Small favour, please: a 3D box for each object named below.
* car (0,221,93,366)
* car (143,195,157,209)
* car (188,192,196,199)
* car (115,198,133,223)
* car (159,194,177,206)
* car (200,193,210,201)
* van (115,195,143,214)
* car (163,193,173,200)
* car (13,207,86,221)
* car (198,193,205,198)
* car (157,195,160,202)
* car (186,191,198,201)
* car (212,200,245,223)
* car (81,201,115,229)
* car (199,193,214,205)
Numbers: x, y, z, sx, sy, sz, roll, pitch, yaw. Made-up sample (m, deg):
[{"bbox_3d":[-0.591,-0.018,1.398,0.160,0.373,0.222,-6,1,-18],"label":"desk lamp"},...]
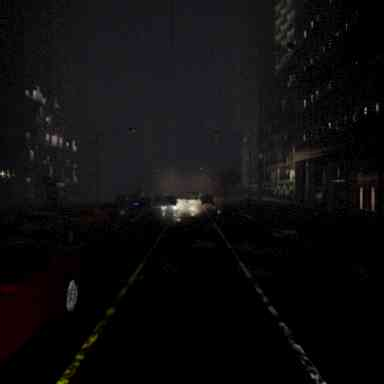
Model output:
[{"bbox_3d":[-3.103,1.445,4.562,1.882,1.535,5.008,0,0,0],"label":"car"},{"bbox_3d":[-5.725,1.286,40.349,1.887,1.381,4.507,-1,0,0],"label":"car"},{"bbox_3d":[-0.046,0.826,83.640,1.882,1.535,5.008,0,0,0],"label":"car"},{"bbox_3d":[-5.715,1.390,23.475,1.887,1.381,4.507,-1,0,0],"label":"car"},{"bbox_3d":[-3.110,1.229,46.745,1.812,1.442,4.674,0,0,0],"label":"car"},{"bbox_3d":[2.637,1.022,68.479,1.967,1.590,4.097,-1,0,0],"label":"car"},{"bbox_3d":[-5.722,1.151,29.098,1.690,1.788,3.998,-1,0,0],"label":"van"},{"bbox_3d":[-5.747,1.073,79.724,2.008,1.369,4.403,-1,0,0],"label":"car"},{"bbox_3d":[-5.709,1.468,12.225,2.008,1.369,4.403,-1,0,0],"label":"car"},{"bbox_3d":[2.626,0.989,91.150,1.752,1.417,4.829,-1,0,0],"label":"car"},{"bbox_3d":[-5.735,1.195,57.225,2.008,1.369,4.403,-1,0,0],"label":"car"},{"bbox_3d":[-0.041,0.811,67.356,2.150,2.045,5.566,0,0,0],"label":"car"},{"bbox_3d":[2.665,1.427,23.480,1.802,1.307,4.206,-1,0,0],"label":"car"},{"bbox_3d":[-5.713,1.407,17.680,1.752,1.417,4.829,-1,0,0],"label":"car"},{"bbox_3d":[2.323,1.214,49.355,1.812,1.442,4.674,0,0,0],"label":"car"}]
